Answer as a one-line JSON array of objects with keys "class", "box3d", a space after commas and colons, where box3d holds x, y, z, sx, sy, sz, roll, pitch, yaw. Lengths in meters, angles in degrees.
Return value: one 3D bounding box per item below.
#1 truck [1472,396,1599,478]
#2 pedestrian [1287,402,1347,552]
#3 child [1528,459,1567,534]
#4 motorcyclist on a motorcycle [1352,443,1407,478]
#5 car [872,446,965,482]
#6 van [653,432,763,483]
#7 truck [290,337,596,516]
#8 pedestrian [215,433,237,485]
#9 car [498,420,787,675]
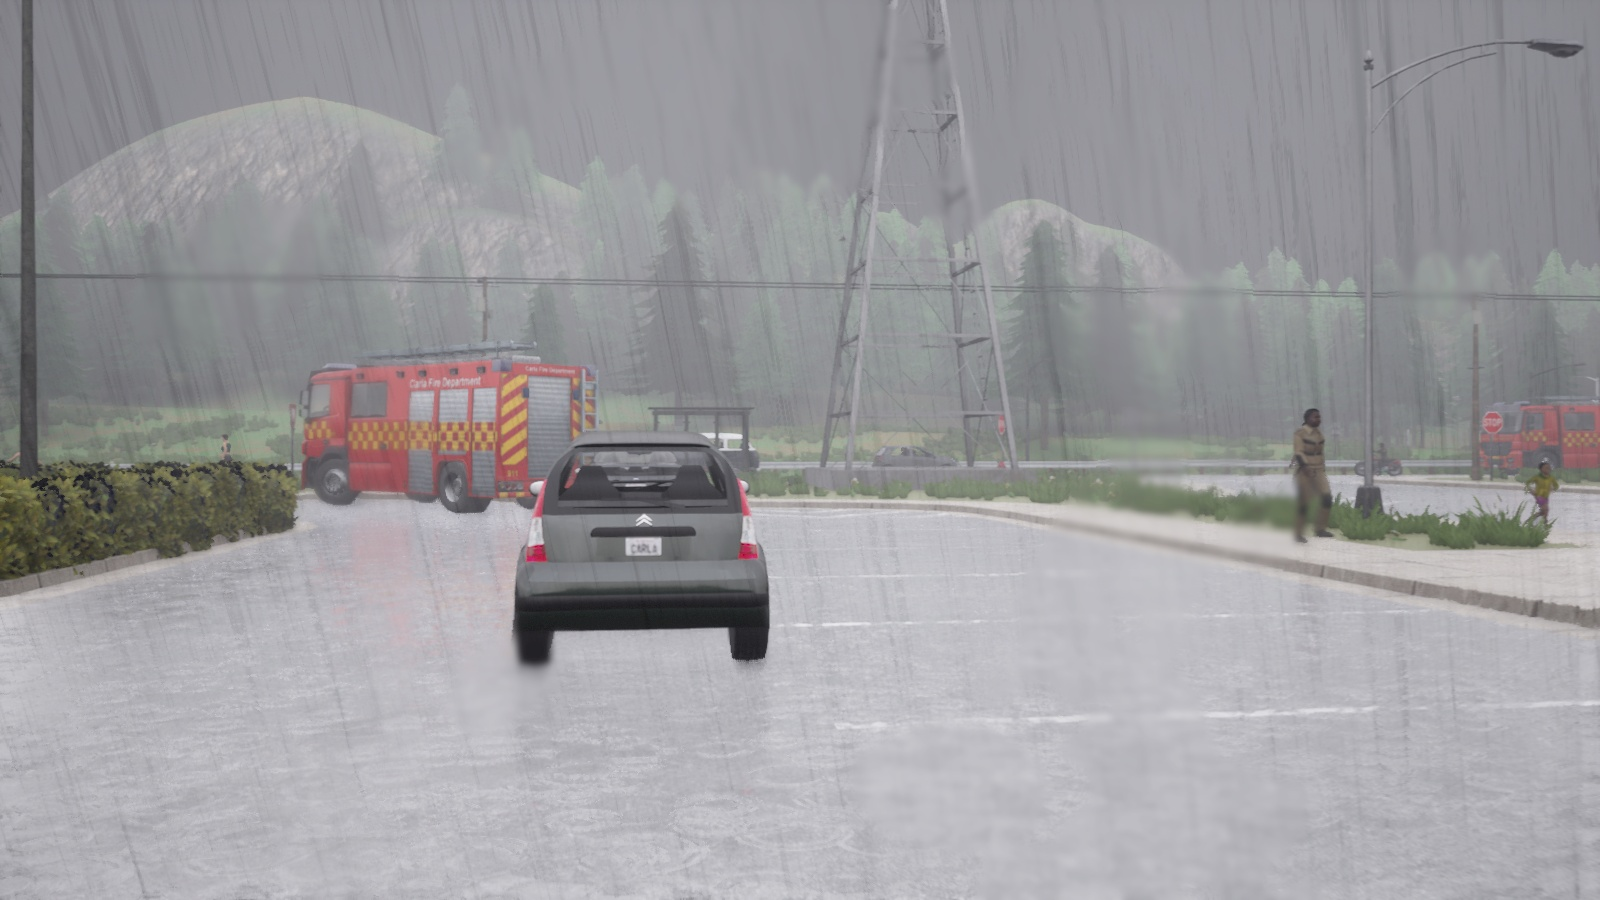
[{"class": "truck", "box3d": [37.405, -0.614, 60.764, 8.468, 3.827, 2.891, 0, 0, -7]}, {"class": "pedestrian", "box3d": [6.821, 0.348, 16.590, 0.396, 1.930, 0.692, 0, 0, -13]}, {"class": "child", "box3d": [11.774, 0.718, 19.790, 0.299, 1.160, 0.473, 0, 0, -8]}, {"class": "motorcyclist on a motorcycle", "box3d": [27.468, 0.503, 59.530, 2.350, 1.649, 0.766, 0, 0, -7]}, {"class": "car", "box3d": [4.991, 0.584, 53.203, 3.633, 1.501, 1.845, 0, 0, -7]}, {"class": "van", "box3d": [-3.847, 0.295, 52.102, 4.480, 2.038, 2.069, 0, 0, -7]}, {"class": "truck", "box3d": [-8.896, -0.521, 30.613, 8.468, 3.827, 2.891, 0, 0, 40]}, {"class": "pedestrian", "box3d": [-20.278, 0.304, 44.364, 0.594, 1.836, 0.345, 0, 0, 13]}, {"class": "car", "box3d": [-1.269, 0.611, 10.081, 1.851, 1.617, 3.988, 0, 0, -8]}]
